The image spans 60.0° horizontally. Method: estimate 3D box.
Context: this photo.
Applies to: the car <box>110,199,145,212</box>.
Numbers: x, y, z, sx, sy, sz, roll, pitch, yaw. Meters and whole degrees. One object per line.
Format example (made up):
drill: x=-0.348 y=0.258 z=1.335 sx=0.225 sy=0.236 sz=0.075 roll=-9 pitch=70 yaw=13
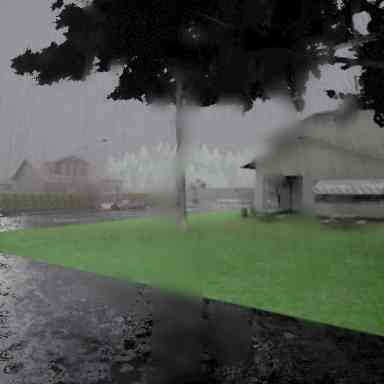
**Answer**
car: x=-7.559 y=1.556 z=39.209 sx=1.994 sy=1.385 sz=4.181 roll=0 pitch=0 yaw=36
